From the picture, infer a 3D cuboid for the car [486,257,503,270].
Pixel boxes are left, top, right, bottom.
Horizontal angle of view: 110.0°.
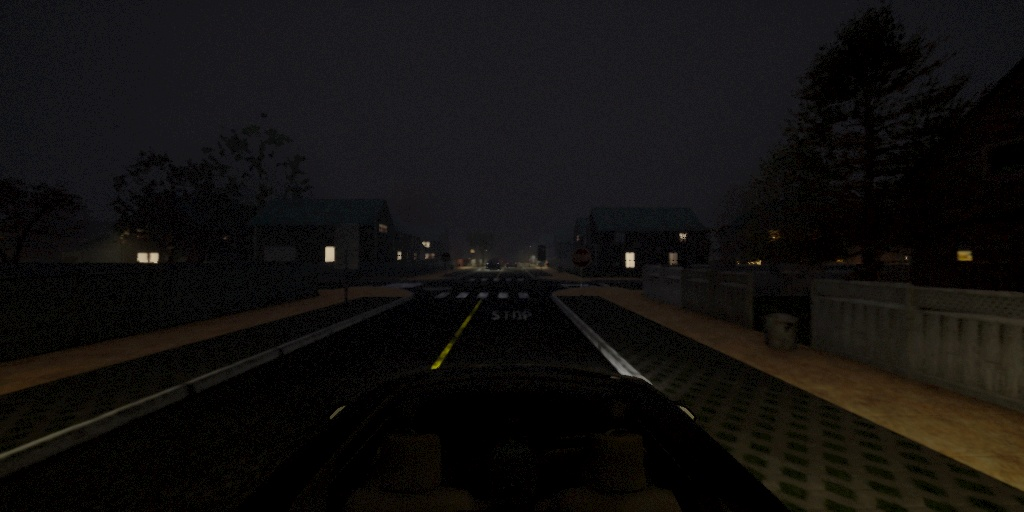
[{"bbox_3d":[-2.835,1.181,55.052,2.097,1.767,4.553,0,0,0],"label":"car"}]
